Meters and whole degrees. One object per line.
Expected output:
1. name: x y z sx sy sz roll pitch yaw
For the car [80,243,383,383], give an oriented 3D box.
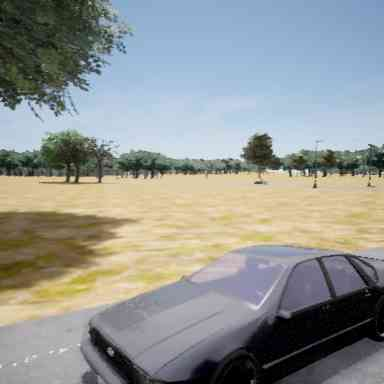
1. car: 1.271 1.537 4.897 5.357 1.411 2.033 0 0 -35
